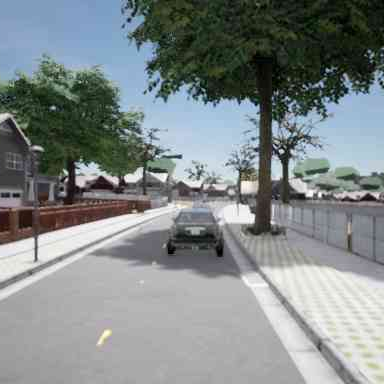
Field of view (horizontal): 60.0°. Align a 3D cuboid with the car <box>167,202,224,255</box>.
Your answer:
[{"bbox_3d":[0.181,1.484,14.017,2.097,1.767,4.553,0,-1,2],"label":"car"}]
